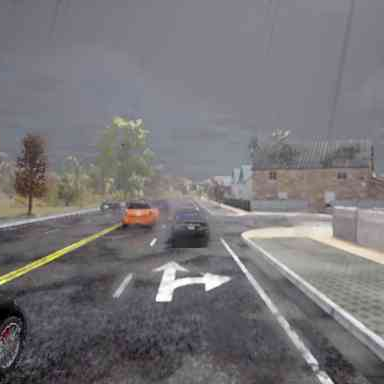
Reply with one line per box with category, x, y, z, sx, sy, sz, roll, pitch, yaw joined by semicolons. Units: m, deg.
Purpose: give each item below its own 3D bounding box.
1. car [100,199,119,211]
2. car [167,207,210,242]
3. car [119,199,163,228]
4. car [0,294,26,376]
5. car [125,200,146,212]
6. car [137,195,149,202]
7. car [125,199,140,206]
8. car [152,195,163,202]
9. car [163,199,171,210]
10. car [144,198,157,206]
car;-10.528;1.697;43.122;2.128;1.511;4.902;0;0;-1
car;-0.093;1.628;16.924;2.033;1.411;5.357;0;0;-1
car;-3.466;1.463;23.410;2.097;1.767;4.553;0;0;-1
car;-3.176;1.540;2.632;1.812;1.442;4.674;0;0;0
car;-7.282;1.767;43.322;1.994;1.385;4.181;0;0;-1
car;-11.064;1.483;75.873;2.033;1.411;5.357;0;0;-1
car;-10.800;1.874;60.382;1.895;1.301;4.718;0;0;-1
car;-7.815;1.481;75.935;2.033;1.411;5.357;0;0;-1
car;-3.837;1.677;43.072;1.882;1.535;5.008;0;0;-1
car;-7.559;1.873;60.659;1.895;1.301;4.718;0;0;0
